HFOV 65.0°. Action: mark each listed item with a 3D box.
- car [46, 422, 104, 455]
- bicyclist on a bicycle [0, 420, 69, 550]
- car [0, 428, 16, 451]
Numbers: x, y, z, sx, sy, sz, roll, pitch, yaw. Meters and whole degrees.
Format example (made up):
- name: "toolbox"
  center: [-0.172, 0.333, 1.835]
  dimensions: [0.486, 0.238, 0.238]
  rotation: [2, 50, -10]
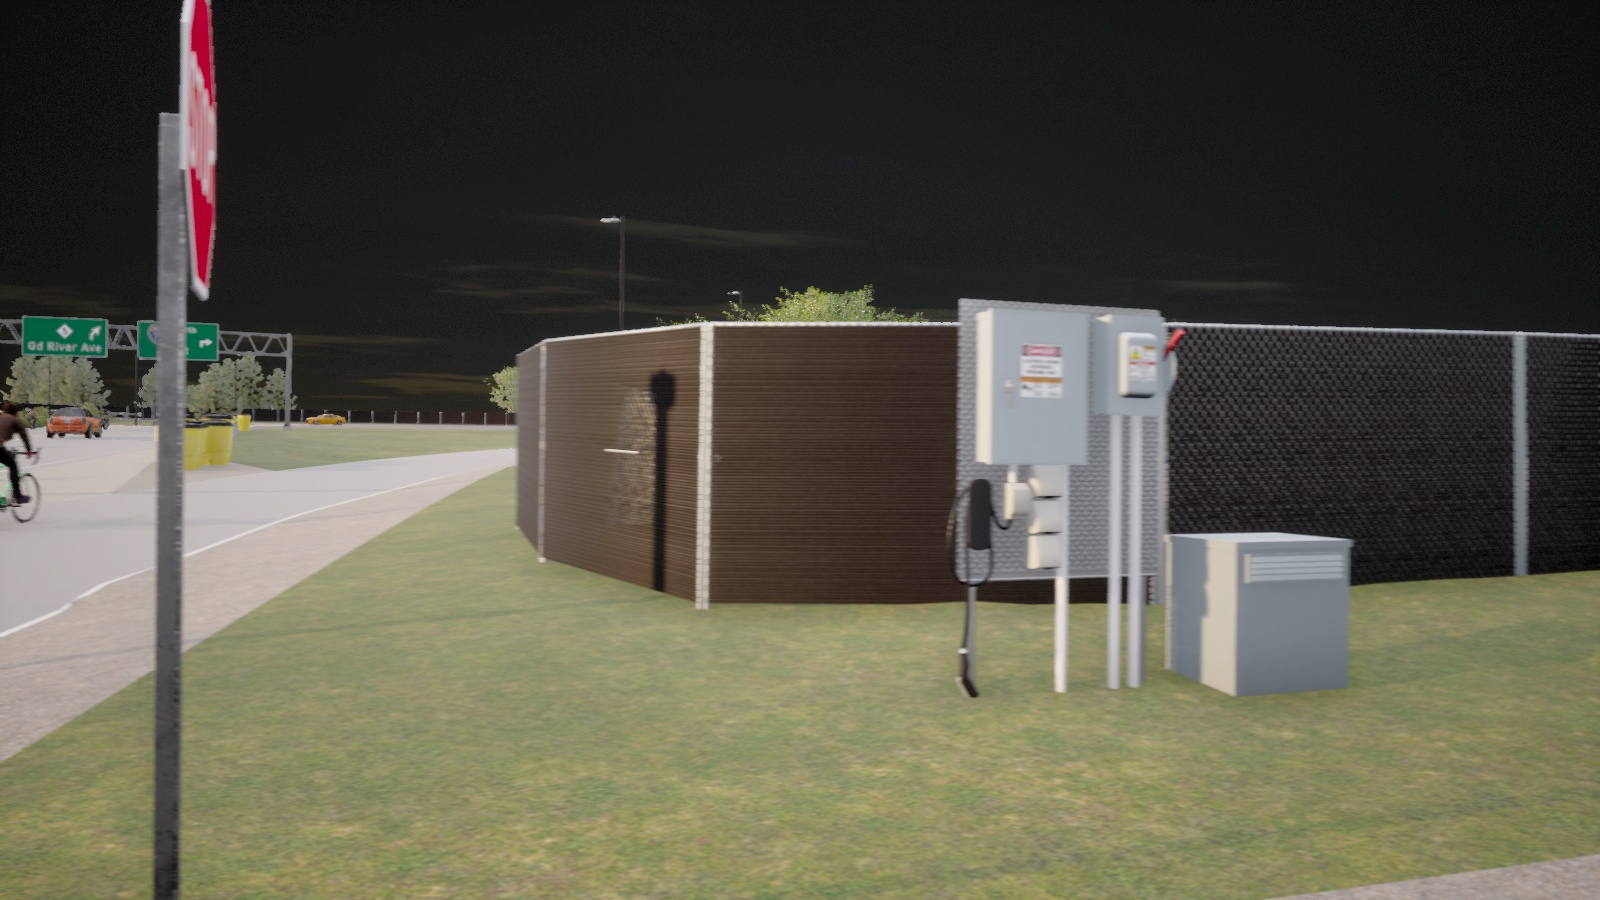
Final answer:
- name: "car"
  center: [-40.532, -0.691, 70.294]
  dimensions: [2.097, 1.767, 4.553]
  rotation: [-1, 1, -20]
- name: "bicyclist on a bicycle"
  center: [-10.293, 0.420, 16.395]
  dimensions: [0.582, 1.620, 1.656]
  rotation: [0, 1, -4]
- name: "car"
  center: [-51.412, -0.684, 79.413]
  dimensions: [2.033, 1.411, 5.357]
  rotation: [-1, 1, -20]
